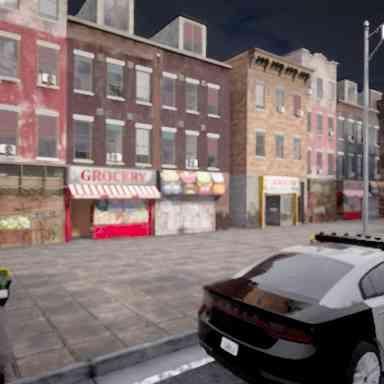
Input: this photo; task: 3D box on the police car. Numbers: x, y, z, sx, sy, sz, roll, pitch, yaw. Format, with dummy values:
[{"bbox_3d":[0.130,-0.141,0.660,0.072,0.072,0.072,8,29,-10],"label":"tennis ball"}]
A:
[{"bbox_3d":[2.501,1.462,5.066,5.238,1.638,1.930,1,0,-36],"label":"police car"}]
